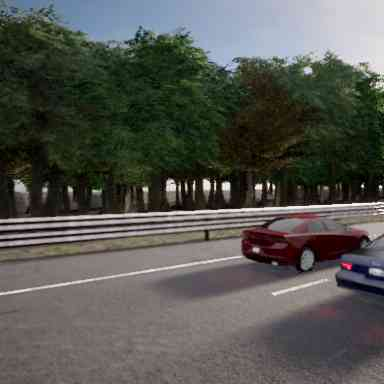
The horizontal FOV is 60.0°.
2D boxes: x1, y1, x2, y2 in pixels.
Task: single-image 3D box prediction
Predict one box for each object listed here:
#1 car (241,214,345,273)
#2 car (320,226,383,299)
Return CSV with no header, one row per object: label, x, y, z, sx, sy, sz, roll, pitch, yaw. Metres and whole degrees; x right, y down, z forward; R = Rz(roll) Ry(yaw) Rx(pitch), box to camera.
car,3.812,1.466,10.768,5.008,1.535,1.882,0,0,-35
car,5.485,1.536,7.662,5.357,1.411,2.033,0,0,-36
